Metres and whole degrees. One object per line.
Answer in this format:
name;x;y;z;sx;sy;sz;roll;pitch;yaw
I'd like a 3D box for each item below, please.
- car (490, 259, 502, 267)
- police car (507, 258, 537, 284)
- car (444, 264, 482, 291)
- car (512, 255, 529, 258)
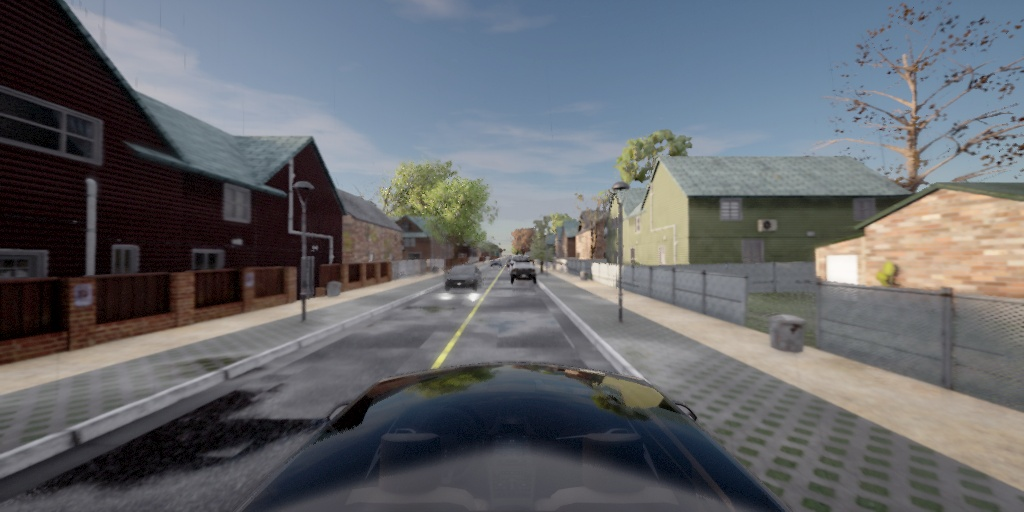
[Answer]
car;-2.777;1.274;63.509;1.994;1.385;4.181;0;0;1
police car;0.824;1.166;27.363;1.930;1.638;5.238;0;0;0
car;-2.847;1.248;21.700;1.837;1.490;4.892;0;0;0
car;0.824;0.959;37.286;2.150;2.045;5.566;0;0;0
